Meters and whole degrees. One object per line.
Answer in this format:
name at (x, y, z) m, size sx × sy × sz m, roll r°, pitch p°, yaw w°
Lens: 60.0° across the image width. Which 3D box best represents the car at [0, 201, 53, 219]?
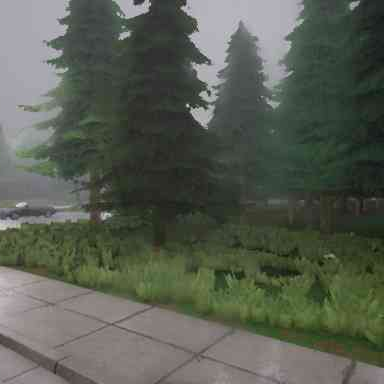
car at (-13.750, 1.499, 27.942) m, size 1.812 × 1.442 × 4.674 m, roll 0°, pitch 0°, yaw 34°
